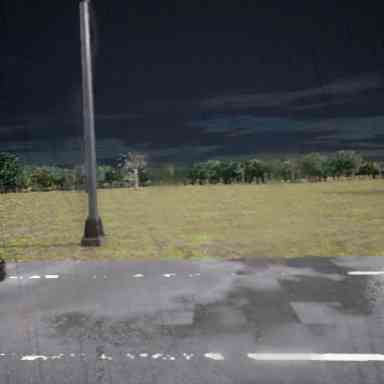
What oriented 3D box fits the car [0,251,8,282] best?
[{"bbox_3d":[-5.970,1.434,6.215,4.674,1.442,1.812,-2,3,3],"label":"car"}]
